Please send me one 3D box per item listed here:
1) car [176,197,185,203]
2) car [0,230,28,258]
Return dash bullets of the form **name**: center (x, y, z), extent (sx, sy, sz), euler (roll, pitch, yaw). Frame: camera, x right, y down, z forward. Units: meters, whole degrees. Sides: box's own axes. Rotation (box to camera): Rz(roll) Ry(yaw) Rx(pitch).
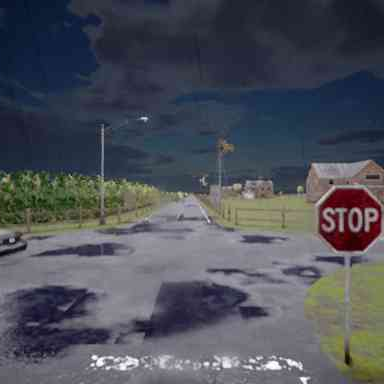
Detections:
- **car**: center (-2.703, 1.914, 77.243), extent (1.994, 1.385, 4.181), euler (0, 0, 0)
- **car**: center (-8.350, 1.647, 10.851), extent (5.357, 1.411, 2.033), euler (-1, 0, 1)
